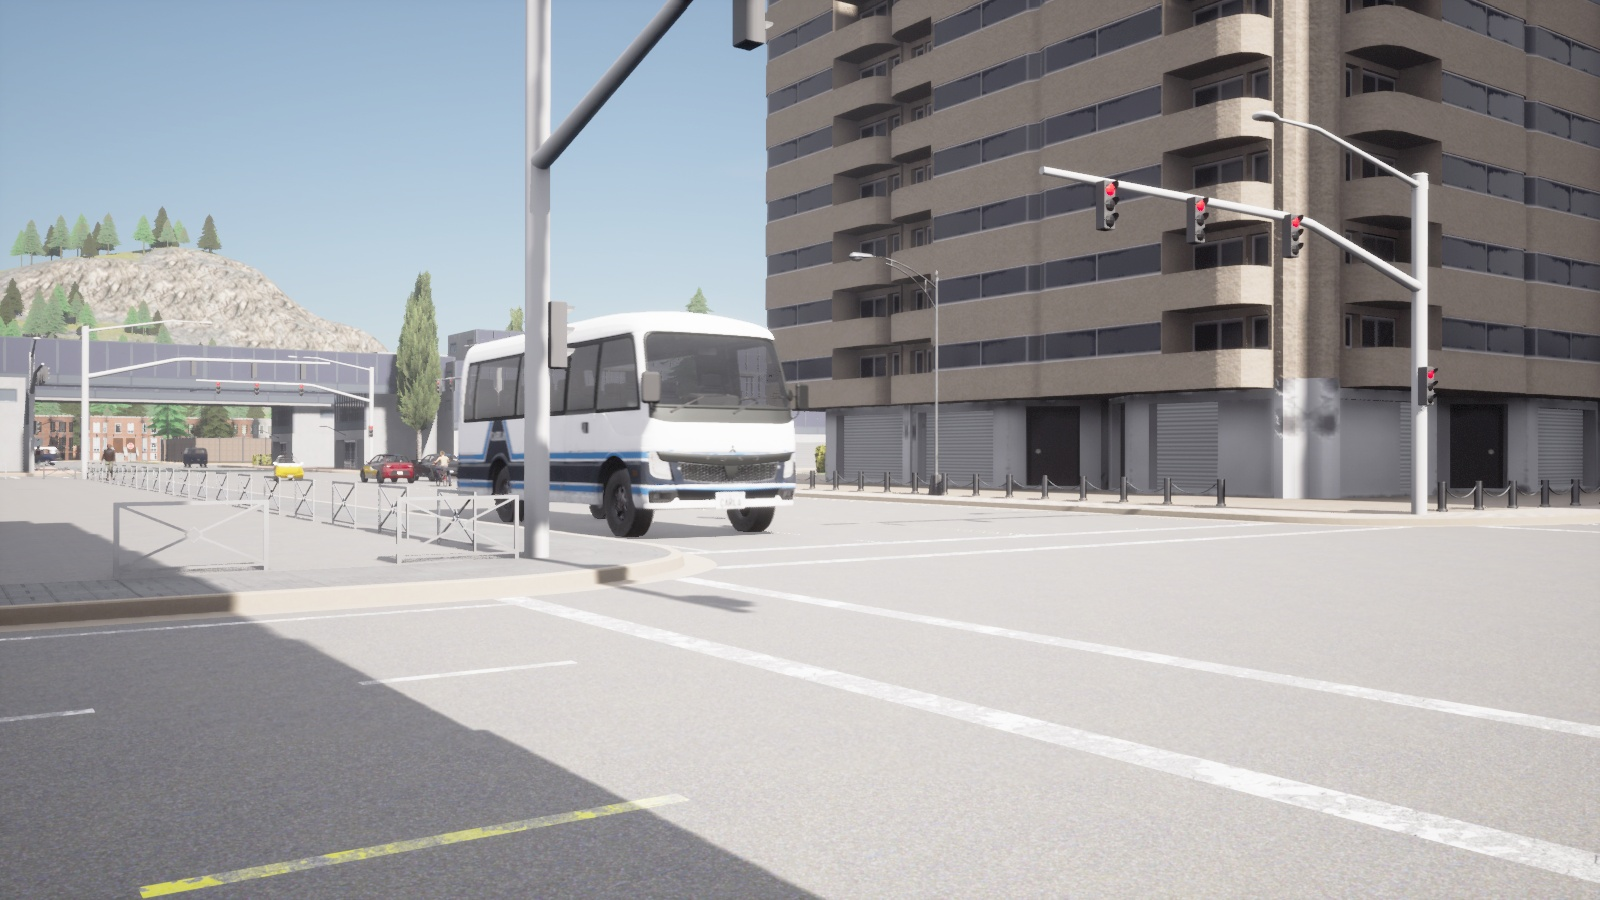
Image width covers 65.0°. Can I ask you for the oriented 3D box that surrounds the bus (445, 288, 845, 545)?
[{"bbox_3d":[-3.729,-0.504,26.139,3.944,4.253,10.273,0,-1,-35],"label":"bus"}]

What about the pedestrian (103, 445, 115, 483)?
[{"bbox_3d":[-34.282,0.684,62.301,0.431,1.840,0.703,0,0,-23],"label":"pedestrian"}]

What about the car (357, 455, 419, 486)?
[{"bbox_3d":[-20.704,1.012,63.020,1.816,1.474,4.193,0,0,-35],"label":"car"}]

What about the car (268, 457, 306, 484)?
[{"bbox_3d":[-27.095,1.075,66.319,1.481,1.376,2.207,0,0,-33],"label":"car"}]

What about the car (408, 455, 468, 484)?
[{"bbox_3d":[-19.461,1.020,67.379,1.816,1.474,4.193,0,0,-35],"label":"car"}]
